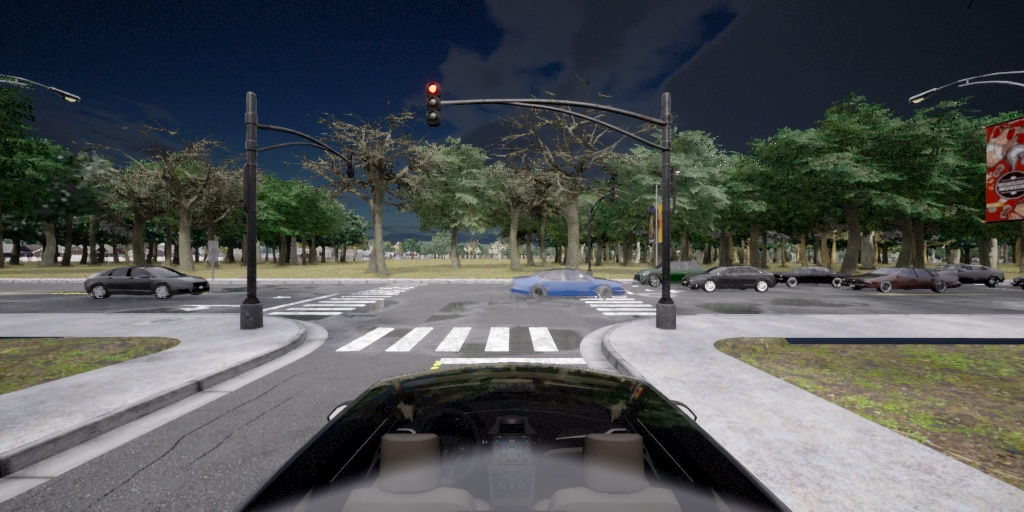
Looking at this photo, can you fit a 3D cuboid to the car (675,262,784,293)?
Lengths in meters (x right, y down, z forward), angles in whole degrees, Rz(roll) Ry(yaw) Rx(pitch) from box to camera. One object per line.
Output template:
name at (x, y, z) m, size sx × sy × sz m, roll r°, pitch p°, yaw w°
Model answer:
car at (12.330, 1.269, 20.553) m, size 4.892 × 1.490 × 1.837 m, roll 0°, pitch 0°, yaw 0°

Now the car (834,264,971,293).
car at (22.191, 1.326, 20.554) m, size 5.357 × 1.411 × 2.033 m, roll 0°, pitch 0°, yaw 0°

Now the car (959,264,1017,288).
car at (29.403, 1.277, 23.803) m, size 4.902 × 1.511 × 2.128 m, roll 0°, pitch 0°, yaw 0°

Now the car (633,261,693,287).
car at (10.483, 1.109, 23.801) m, size 4.553 × 1.767 × 2.097 m, roll 0°, pitch 0°, yaw 0°

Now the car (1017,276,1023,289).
car at (32.407, 1.343, 20.548) m, size 5.357 × 1.411 × 2.033 m, roll 0°, pitch 0°, yaw 0°

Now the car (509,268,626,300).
car at (2.533, 1.301, 17.100) m, size 5.357 × 1.411 × 2.033 m, roll 0°, pitch 0°, yaw 0°

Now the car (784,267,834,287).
car at (19.467, 1.371, 23.806) m, size 4.718 × 1.301 × 1.895 m, roll 0°, pitch 0°, yaw 0°

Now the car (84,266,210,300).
car at (-17.264, 1.236, 17.095) m, size 4.892 × 1.490 × 1.837 m, roll 0°, pitch 0°, yaw 0°
